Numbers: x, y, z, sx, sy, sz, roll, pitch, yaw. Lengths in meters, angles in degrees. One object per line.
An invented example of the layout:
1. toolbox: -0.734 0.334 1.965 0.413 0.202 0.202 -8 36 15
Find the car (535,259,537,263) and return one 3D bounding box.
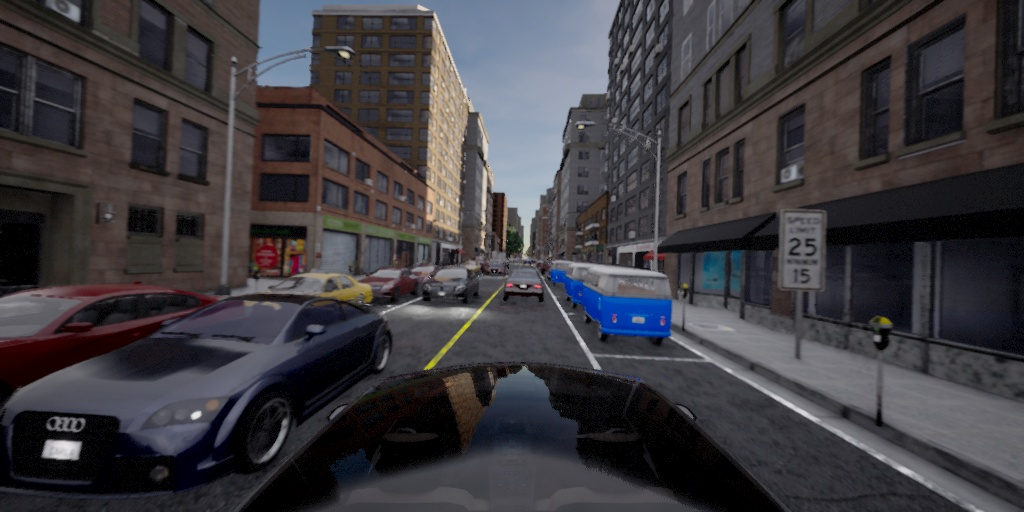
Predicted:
1. car: 4.914 1.528 53.793 2.007 1.370 4.403 0 0 3

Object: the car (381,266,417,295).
1. car: -5.370 1.138 15.764 1.802 1.307 4.207 0 0 3

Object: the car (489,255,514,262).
1. car: -1.296 0.697 41.117 2.097 1.767 4.553 2 0 3

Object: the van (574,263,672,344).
1. van: 2.896 1.205 9.908 1.690 1.789 3.998 0 0 3

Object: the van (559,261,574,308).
1. van: 3.149 1.217 15.394 1.690 1.789 3.998 0 0 3

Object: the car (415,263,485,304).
1. car: -2.571 1.187 16.069 1.812 1.442 4.674 2 0 3

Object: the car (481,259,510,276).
1. car: -1.576 1.277 36.191 1.994 1.385 4.181 2 0 3

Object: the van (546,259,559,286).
1. van: 3.653 1.243 26.365 1.690 1.789 3.998 0 0 3

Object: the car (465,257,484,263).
1. car: -4.366 1.135 37.542 1.751 1.417 4.829 0 0 3

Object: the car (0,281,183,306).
1. car: -5.876 1.077 4.789 1.888 1.381 4.507 0 0 3

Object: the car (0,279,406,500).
1. car: -3.104 1.200 4.541 1.994 1.385 4.181 2 0 3

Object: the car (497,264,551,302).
1. car: 0.597 1.329 17.542 2.033 1.411 5.357 2 0 3

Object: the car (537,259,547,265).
1. car: 4.410 1.260 42.822 2.192 1.841 5.009 0 0 3

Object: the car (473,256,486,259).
1. car: -4.106 0.939 43.199 2.192 1.841 5.009 0 0 3

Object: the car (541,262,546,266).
1. car: 3.905 1.467 31.851 2.007 1.370 4.403 0 0 3

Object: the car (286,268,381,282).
1. car: -5.630 1.069 10.106 1.751 1.417 4.829 0 0 3
